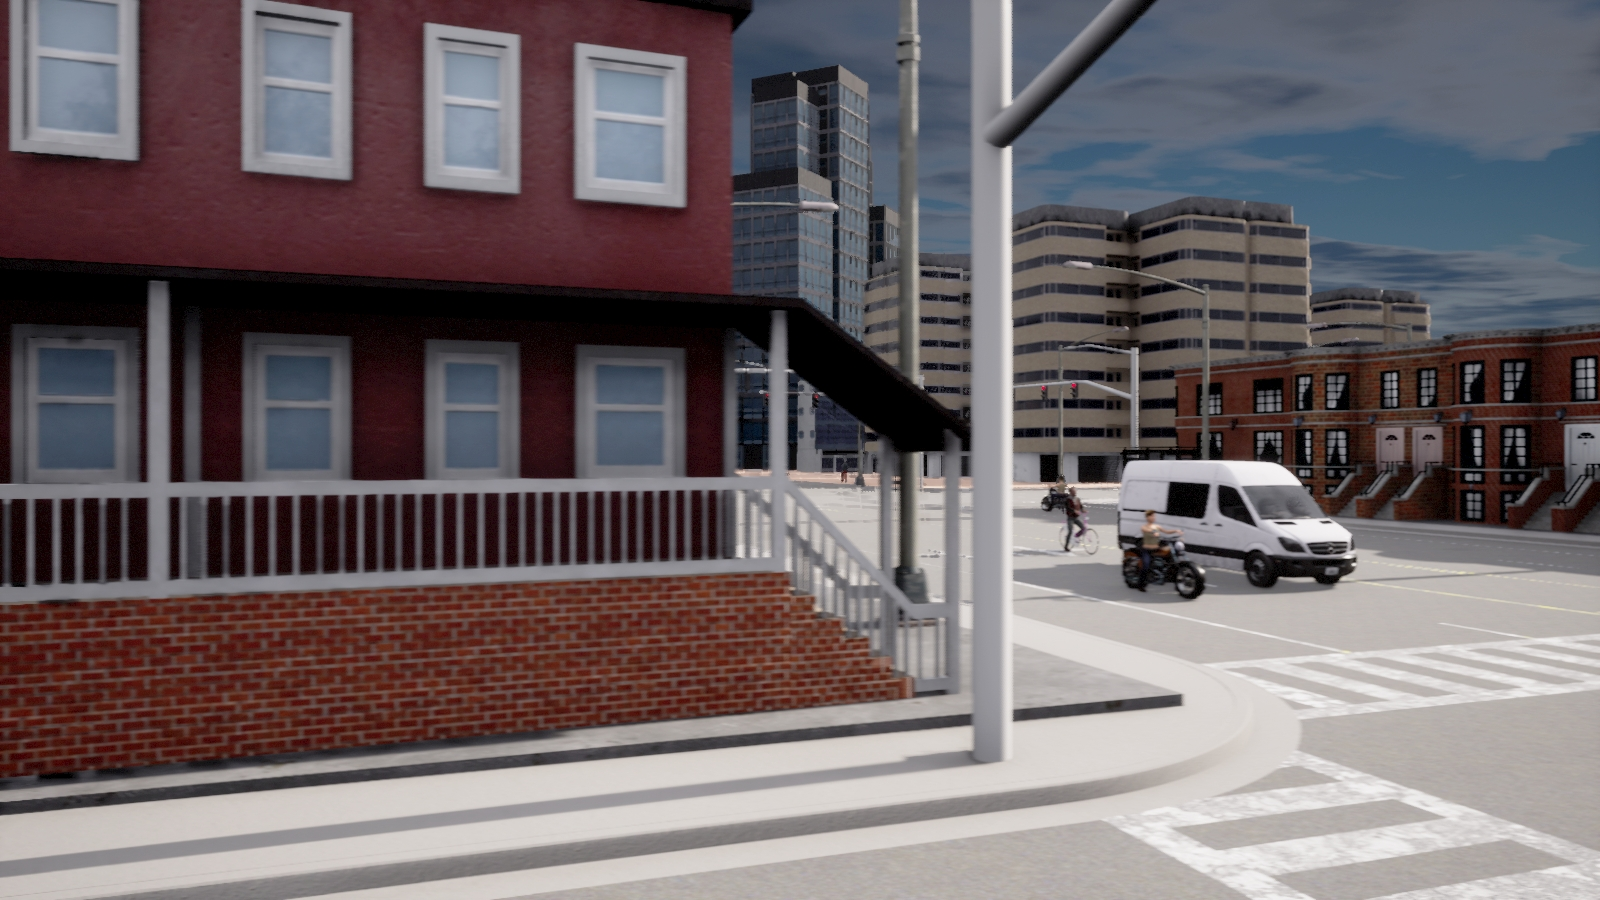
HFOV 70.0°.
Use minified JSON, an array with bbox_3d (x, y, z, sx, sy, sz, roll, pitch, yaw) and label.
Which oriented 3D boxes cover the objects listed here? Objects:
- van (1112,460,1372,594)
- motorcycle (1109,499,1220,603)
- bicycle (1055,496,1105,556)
[{"bbox_3d":[9.587,1.531,25.491,1.988,2.561,5.915,0,0,-20],"label":"van"},{"bbox_3d":[7.045,1.904,22.235,0.764,1.802,2.356,0,0,-20],"label":"motorcycle"},{"bbox_3d":[7.583,2.042,31.001,0.329,1.496,1.835,-1,0,-20],"label":"bicycle"}]
